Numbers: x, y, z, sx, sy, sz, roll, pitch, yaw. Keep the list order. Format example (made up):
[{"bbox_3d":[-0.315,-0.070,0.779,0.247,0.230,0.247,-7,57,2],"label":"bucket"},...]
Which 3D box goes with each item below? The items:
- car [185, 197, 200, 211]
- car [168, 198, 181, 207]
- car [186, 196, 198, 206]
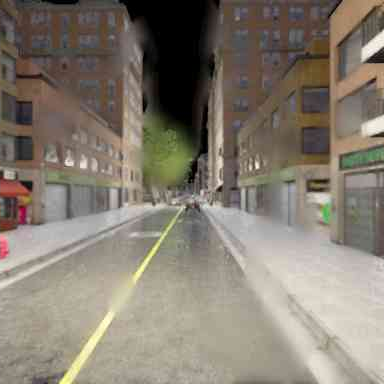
[{"bbox_3d":[0.098,1.719,44.417,1.812,1.442,4.674,0,0,0],"label":"car"},{"bbox_3d":[-3.037,1.743,57.990,2.128,1.511,4.902,0,0,1],"label":"car"},{"bbox_3d":[0.063,1.615,60.992,2.097,1.767,4.553,0,0,0],"label":"car"}]
